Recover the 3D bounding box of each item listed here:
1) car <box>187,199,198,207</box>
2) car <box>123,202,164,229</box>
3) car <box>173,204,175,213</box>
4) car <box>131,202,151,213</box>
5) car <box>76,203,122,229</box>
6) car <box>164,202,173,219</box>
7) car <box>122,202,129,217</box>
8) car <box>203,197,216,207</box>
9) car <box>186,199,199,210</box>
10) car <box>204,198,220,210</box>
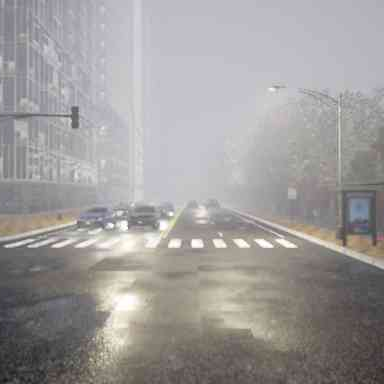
[{"bbox_3d":[0.043,2.108,62.853,2.033,1.411,5.357,0,0,0],"label":"car"},{"bbox_3d":[-3.325,1.694,23.813,1.882,1.535,5.008,0,-1,0],"label":"car"},{"bbox_3d":[-3.222,1.954,43.061,1.994,1.385,4.181,0,-1,0],"label":"car"},{"bbox_3d":[-6.471,1.988,42.858,1.895,1.301,4.718,0,-1,0],"label":"car"},{"bbox_3d":[-6.572,1.739,23.521,1.812,1.442,4.674,0,-1,1],"label":"car"},{"bbox_3d":[-3.287,1.901,33.155,1.895,1.301,4.718,0,-1,1],"label":"car"},{"bbox_3d":[-6.539,1.788,32.786,2.128,1.511,4.902,0,-1,0],"label":"car"},{"bbox_3d":[3.293,1.913,62.823,2.097,1.767,4.553,0,0,0],"label":"car"},{"bbox_3d":[0.036,2.040,52.822,1.994,1.385,4.181,0,0,0],"label":"car"},{"bbox_3d":[3.286,1.828,52.792,2.097,1.767,4.553,0,0,0],"label":"car"}]
